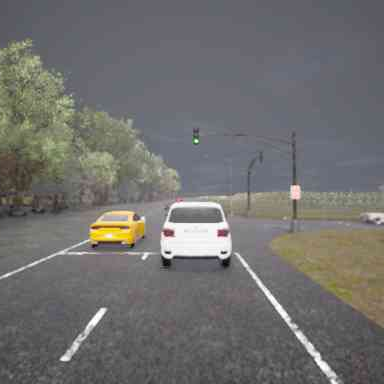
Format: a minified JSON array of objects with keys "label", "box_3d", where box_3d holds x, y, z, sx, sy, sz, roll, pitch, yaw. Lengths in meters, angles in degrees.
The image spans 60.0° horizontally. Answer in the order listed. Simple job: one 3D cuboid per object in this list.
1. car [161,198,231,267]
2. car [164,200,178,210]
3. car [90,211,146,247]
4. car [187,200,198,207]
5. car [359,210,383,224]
[{"label":"car","box_3d":[0.172,1.371,12.126,2.150,2.045,5.566,0,-1,1]},{"label":"car","box_3d":[-3.407,2.148,54.800,2.128,1.511,4.902,0,-1,0]},{"label":"car","box_3d":[-3.402,1.674,16.097,1.882,1.535,5.008,0,-1,0]},{"label":"car","box_3d":[0.092,2.355,67.691,2.033,1.411,5.357,0,-1,0]},{"label":"car","box_3d":[17.720,2.207,29.832,4.718,1.301,1.895,1,-2,1]}]
